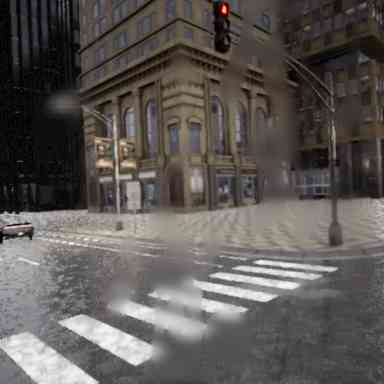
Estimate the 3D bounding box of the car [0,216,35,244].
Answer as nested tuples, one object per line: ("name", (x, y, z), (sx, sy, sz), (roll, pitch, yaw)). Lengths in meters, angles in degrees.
("car", (-11.182, 2.227, 20.118), (4.902, 1.511, 2.128), (-3, -1, 45))
